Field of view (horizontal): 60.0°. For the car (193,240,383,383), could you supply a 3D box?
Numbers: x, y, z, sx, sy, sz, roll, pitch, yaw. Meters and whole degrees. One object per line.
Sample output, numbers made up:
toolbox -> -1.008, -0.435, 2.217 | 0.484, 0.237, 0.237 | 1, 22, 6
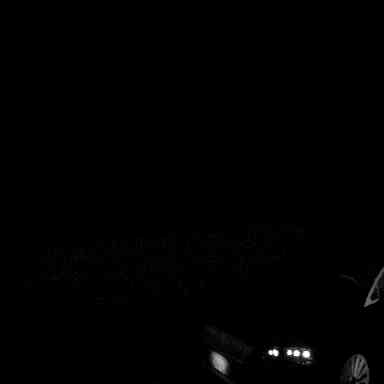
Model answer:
car -> 2.284, 1.523, 4.883 | 4.902, 1.511, 2.128 | 0, 0, -36
